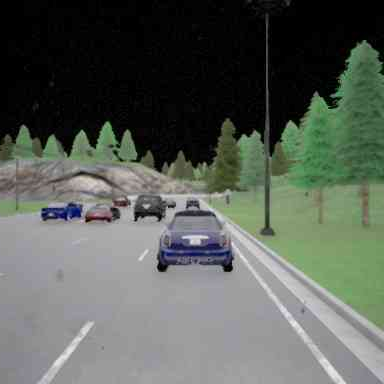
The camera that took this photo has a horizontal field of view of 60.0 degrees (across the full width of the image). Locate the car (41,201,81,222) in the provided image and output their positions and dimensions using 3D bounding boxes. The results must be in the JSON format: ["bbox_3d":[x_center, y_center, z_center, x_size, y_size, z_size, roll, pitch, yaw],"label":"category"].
[{"bbox_3d":[-10.393,1.523,26.970,1.882,1.535,5.008,0,0,0],"label":"car"}]

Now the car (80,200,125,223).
[{"bbox_3d":[-6.893,1.608,26.163,1.994,1.385,4.181,0,0,0],"label":"car"}]

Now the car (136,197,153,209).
[{"bbox_3d":[-6.887,1.587,48.782,1.837,1.490,4.892,0,0,0],"label":"car"}]

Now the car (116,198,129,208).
[{"bbox_3d":[-10.389,1.561,49.676,1.882,1.535,5.008,0,0,0],"label":"car"}]

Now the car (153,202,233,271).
[{"bbox_3d":[0.095,1.370,11.112,2.097,1.767,4.553,0,0,0],"label":"car"}]

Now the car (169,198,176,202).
[{"bbox_3d":[-3.387,1.647,49.499,1.994,1.385,4.181,0,0,0],"label":"car"}]

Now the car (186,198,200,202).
[{"bbox_3d":[0.111,1.584,47.208,1.837,1.490,4.892,0,0,0],"label":"car"}]

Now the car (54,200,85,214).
[{"bbox_3d":[-13.923,1.665,38.021,1.895,1.301,4.718,0,0,-1],"label":"car"}]

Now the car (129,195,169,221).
[{"bbox_3d":[-3.393,1.266,27.496,2.150,2.045,5.566,0,0,0],"label":"car"}]
